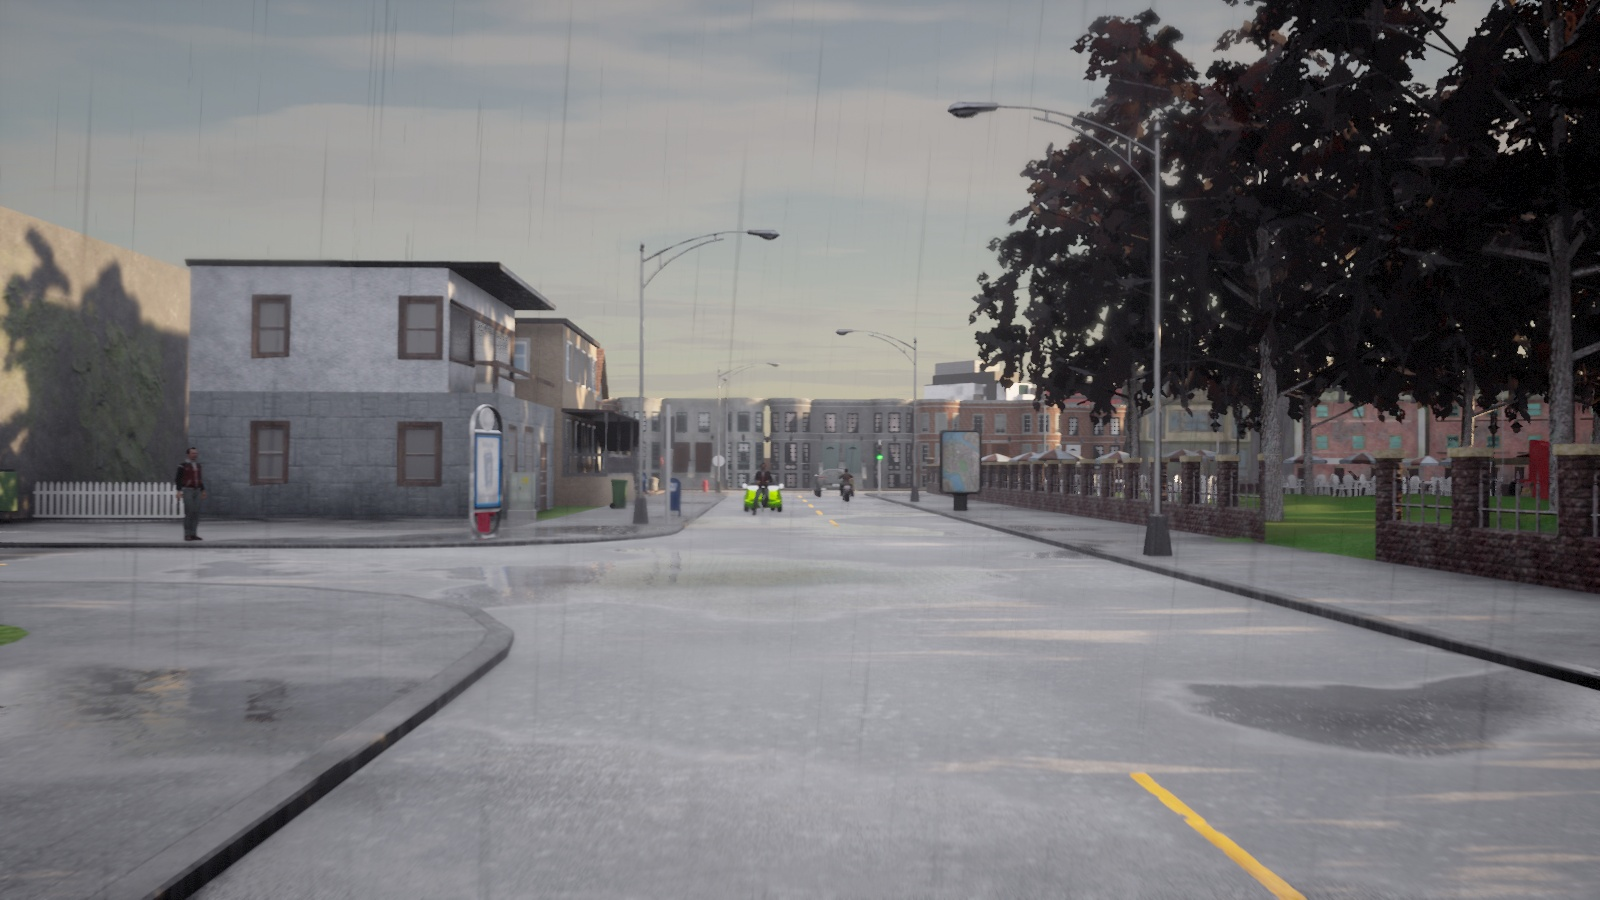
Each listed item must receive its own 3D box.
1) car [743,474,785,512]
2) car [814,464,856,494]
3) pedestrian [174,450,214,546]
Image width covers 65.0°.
[{"bbox_3d":[-1.319,1.564,46.064,1.481,1.376,2.207,0,-1,-2],"label":"car"},{"bbox_3d":[1.973,1.667,72.049,2.152,1.651,5.027,0,-1,-2],"label":"car"},{"bbox_3d":[-11.887,0.936,24.638,0.720,1.854,0.376,-1,-1,31],"label":"pedestrian"}]
